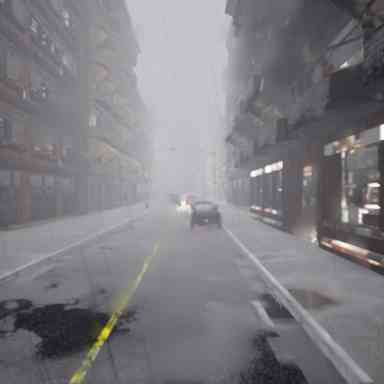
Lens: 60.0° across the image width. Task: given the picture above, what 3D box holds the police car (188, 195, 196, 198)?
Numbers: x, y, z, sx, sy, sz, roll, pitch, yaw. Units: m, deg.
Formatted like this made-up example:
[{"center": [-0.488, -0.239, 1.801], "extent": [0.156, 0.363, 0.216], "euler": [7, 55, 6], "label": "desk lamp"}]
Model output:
[{"center": [0.824, 1.403, 37.326], "extent": [1.930, 1.638, 5.238], "euler": [0, 0, 0], "label": "police car"}]

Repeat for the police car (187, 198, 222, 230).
[{"center": [0.824, 1.409, 21.326], "extent": [1.930, 1.638, 5.238], "euler": [0, 0, 0], "label": "police car"}]

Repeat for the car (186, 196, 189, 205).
[{"center": [-0.002, 1.332, 56.745], "extent": [2.097, 1.767, 4.553], "euler": [0, 0, 0], "label": "car"}]

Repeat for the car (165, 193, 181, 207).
[{"center": [-2.819, 1.202, 51.222], "extent": [2.150, 2.045, 5.566], "euler": [0, 0, 0], "label": "car"}]
